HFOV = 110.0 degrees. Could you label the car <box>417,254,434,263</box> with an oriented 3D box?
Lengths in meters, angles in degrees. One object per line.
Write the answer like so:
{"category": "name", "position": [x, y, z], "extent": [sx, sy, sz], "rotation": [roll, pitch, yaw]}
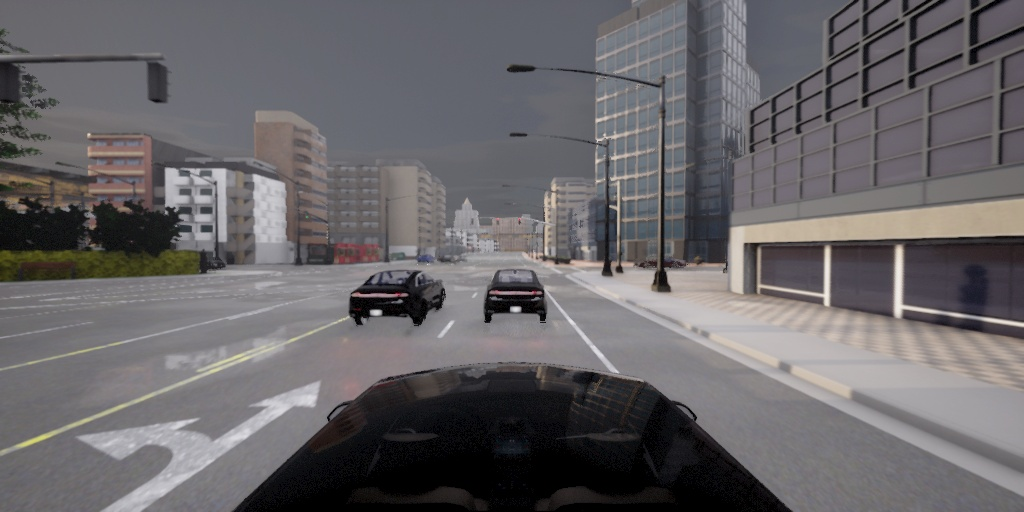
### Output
{"category": "car", "position": [-14.027, 0.476, 58.389], "extent": [1.882, 1.535, 5.008], "rotation": [0, 0, 1]}

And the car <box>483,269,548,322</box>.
{"category": "car", "position": [0.105, 1.176, 11.979], "extent": [2.128, 1.511, 4.902], "rotation": [0, 1, 0]}

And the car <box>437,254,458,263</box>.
{"category": "car", "position": [-10.530, 0.476, 58.419], "extent": [1.882, 1.535, 5.008], "rotation": [0, 0, 1]}

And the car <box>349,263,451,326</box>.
{"category": "car", "position": [-3.405, 1.177, 11.418], "extent": [2.128, 1.511, 4.902], "rotation": [0, 1, 0]}

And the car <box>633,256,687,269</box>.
{"category": "car", "position": [16.314, 0.746, 39.643], "extent": [5.357, 1.411, 2.033], "rotation": [0, 1, 1]}

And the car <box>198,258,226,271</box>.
{"category": "car", "position": [-31.873, 0.770, 36.359], "extent": [4.892, 1.490, 1.837], "rotation": [0, 1, 1]}

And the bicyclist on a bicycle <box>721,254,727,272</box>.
{"category": "bicyclist on a bicycle", "position": [19.164, 0.654, 31.955], "extent": [1.656, 1.620, 0.582], "rotation": [-1, 1, -23]}
